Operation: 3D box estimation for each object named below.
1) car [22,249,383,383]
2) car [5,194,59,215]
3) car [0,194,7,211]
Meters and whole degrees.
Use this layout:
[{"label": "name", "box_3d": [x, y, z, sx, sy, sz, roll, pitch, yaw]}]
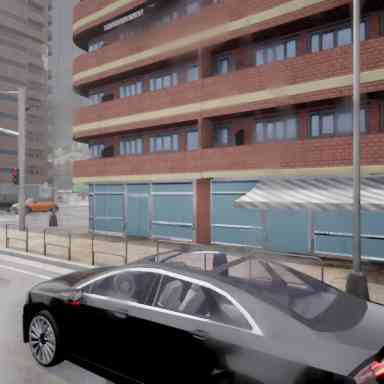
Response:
[{"label": "car", "box_3d": [-0.196, 1.492, 4.128, 4.902, 1.511, 2.128, 0, 0, 35]}, {"label": "car", "box_3d": [-16.280, 1.361, 34.483, 2.097, 1.767, 4.553, 0, 0, 36]}, {"label": "car", "box_3d": [-20.206, 1.232, 35.041, 2.150, 2.045, 5.566, 0, 0, 35]}]
